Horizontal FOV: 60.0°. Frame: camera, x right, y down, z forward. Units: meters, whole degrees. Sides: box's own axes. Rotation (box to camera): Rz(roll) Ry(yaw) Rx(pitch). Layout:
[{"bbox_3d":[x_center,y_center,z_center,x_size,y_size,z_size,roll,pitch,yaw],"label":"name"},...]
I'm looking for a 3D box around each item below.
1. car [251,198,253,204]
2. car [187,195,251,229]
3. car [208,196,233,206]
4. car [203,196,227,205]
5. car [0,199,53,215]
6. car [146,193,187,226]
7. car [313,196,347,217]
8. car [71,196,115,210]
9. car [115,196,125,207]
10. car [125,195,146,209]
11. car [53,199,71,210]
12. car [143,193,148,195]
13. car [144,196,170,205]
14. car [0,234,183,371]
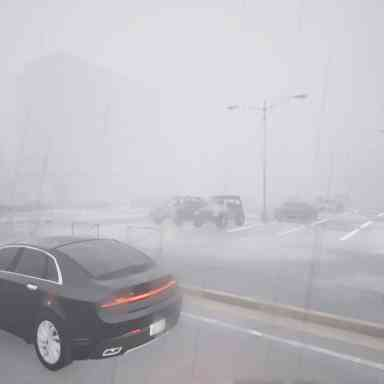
[{"bbox_3d":[9.892,1.504,62.446,1.837,1.490,4.892,0,0,34],"label":"car"},{"bbox_3d":[1.747,1.156,20.203,1.905,1.878,3.866,0,0,34],"label":"car"},{"bbox_3d":[4.770,1.491,54.838,2.128,1.511,4.902,0,0,34],"label":"car"},{"bbox_3d":[4.256,1.490,60.338,2.128,1.511,4.902,0,0,34],"label":"car"},{"bbox_3d":[-17.455,1.600,34.732,1.895,1.301,4.718,0,0,34],"label":"car"},{"bbox_3d":[-0.617,1.153,21.873,1.932,1.855,4.605,0,0,34],"label":"car"},{"bbox_3d":[13.796,1.395,33.136,1.970,1.475,3.806,0,0,34],"label":"car"},{"bbox_3d":[-12.452,1.525,42.143,1.812,1.442,4.674,0,0,34],"label":"car"},{"bbox_3d":[-11.788,1.351,49.403,2.097,1.767,4.553,0,0,34],"label":"car"},{"bbox_3d":[-6.140,1.491,44.906,2.128,1.511,4.902,0,0,34],"label":"car"},{"bbox_3d":[-17.126,1.546,41.486,2.033,1.411,5.357,0,0,34],"label":"car"},{"bbox_3d":[-6.564,1.221,50.853,2.150,2.045,5.566,0,0,34],"label":"car"},{"bbox_3d":[-6.007,1.525,57.912,1.812,1.442,4.674,0,0,35],"label":"car"},{"bbox_3d":[-2.416,1.505,5.725,4.892,1.490,1.837,0,0,36],"label":"car"}]
